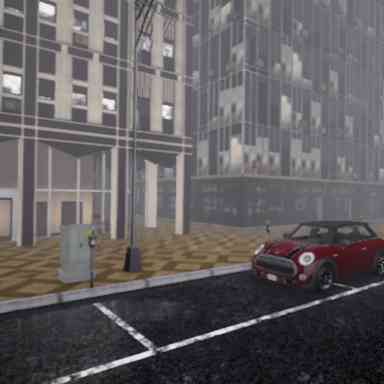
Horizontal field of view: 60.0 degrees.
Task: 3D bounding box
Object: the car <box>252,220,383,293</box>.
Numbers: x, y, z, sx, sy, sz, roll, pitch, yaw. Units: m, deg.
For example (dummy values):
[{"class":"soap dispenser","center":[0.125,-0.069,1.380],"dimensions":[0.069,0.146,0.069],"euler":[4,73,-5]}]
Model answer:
[{"class":"car","center":[3.537,1.529,9.078],"dimensions":[4.097,1.590,1.967],"euler":[1,0,-36]}]
